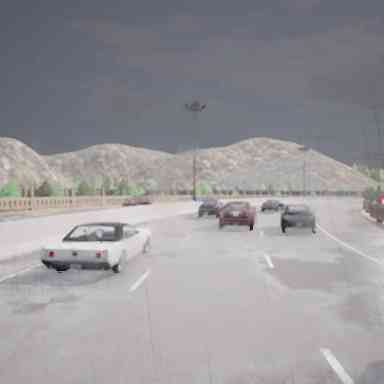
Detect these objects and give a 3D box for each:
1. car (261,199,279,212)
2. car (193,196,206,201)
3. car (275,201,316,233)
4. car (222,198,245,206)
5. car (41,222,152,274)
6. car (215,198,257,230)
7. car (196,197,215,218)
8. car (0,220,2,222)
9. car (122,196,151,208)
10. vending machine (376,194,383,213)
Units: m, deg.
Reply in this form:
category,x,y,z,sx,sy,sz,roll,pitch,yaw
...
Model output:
category,x,y,z,sx,sy,sz,roll,pitch,yaw
car,9.565,1.578,39.189,2.033,1.411,5.357,0,0,26
car,1.877,1.468,54.426,1.882,1.535,5.008,0,0,32
car,6.287,1.514,20.080,2.128,1.511,4.902,0,0,13
car,7.000,1.621,55.907,1.895,1.301,4.718,0,0,34
car,-2.632,1.585,10.509,1.895,1.301,4.718,0,0,7
car,3.058,1.359,21.514,2.097,1.767,4.553,0,0,14
car,1.970,1.504,30.012,1.837,1.490,4.892,0,0,19
car,-9.504,1.478,12.997,1.812,1.442,4.674,0,0,9
car,-7.409,1.303,44.533,2.097,1.767,4.553,0,0,26
vending machine,21.793,1.281,38.319,1.100,2.100,0.880,0,0,30
